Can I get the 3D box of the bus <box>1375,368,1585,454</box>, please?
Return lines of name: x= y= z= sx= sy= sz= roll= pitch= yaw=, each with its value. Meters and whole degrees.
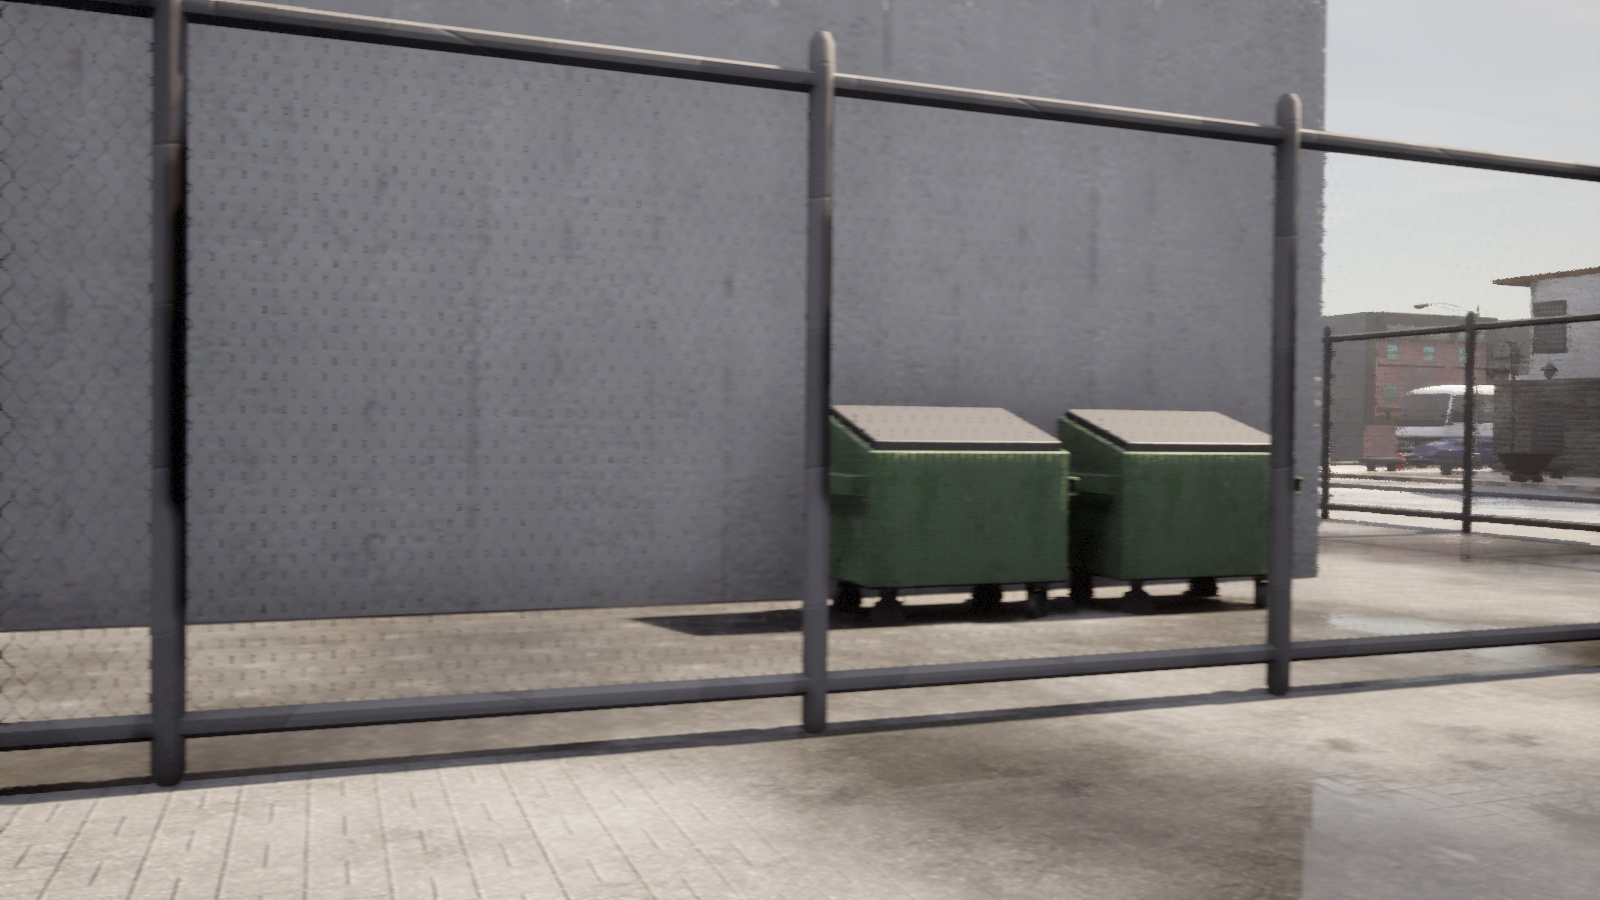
bus: x=35.592 y=-2.033 z=65.737 sx=10.273 sy=4.253 sz=3.944 roll=-1 pitch=1 yaw=-21

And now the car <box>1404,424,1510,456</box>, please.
car: x=31.319 y=-0.489 z=59.863 sx=4.674 sy=1.442 sz=1.812 roll=-1 pitch=1 yaw=-21
